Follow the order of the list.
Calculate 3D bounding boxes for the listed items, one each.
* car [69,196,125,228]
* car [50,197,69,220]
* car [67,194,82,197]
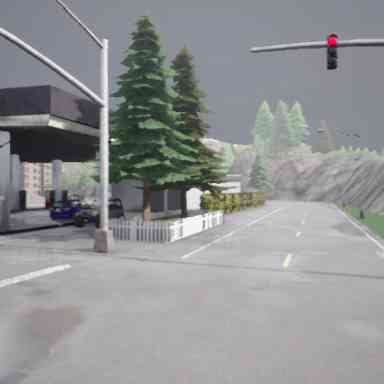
[{"bbox_3d":[-6.142,1.364,22.699,1.905,1.878,3.866,0,0,20],"label":"car"},{"bbox_3d":[-9.993,1.516,28.703,2.242,1.667,4.611,0,0,20],"label":"car"},{"bbox_3d":[-28.490,1.239,75.925,5.027,1.636,2.152,0,0,20],"label":"car"}]
